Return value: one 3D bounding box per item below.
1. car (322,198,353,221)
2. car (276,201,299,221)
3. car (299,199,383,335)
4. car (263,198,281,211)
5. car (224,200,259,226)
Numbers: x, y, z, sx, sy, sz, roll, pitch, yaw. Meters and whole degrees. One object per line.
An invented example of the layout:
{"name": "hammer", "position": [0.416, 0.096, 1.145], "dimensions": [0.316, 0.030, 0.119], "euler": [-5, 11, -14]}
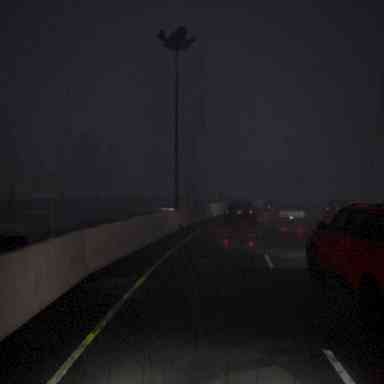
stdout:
{"name": "car", "position": [12.442, 1.404, 28.698], "dimensions": [2.097, 1.767, 4.553], "euler": [0, 0, 19]}
{"name": "car", "position": [8.185, 1.639, 27.209], "dimensions": [1.895, 1.301, 4.718], "euler": [0, 0, 18]}
{"name": "car", "position": [4.027, 1.237, 6.784], "dimensions": [2.150, 2.045, 5.566], "euler": [0, 0, 5]}
{"name": "car", "position": [10.117, 1.556, 41.074], "dimensions": [1.837, 1.490, 4.892], "euler": [0, 0, 26]}
{"name": "car", "position": [3.647, 1.375, 23.970], "dimensions": [2.097, 1.767, 4.553], "euler": [0, 0, 15]}
